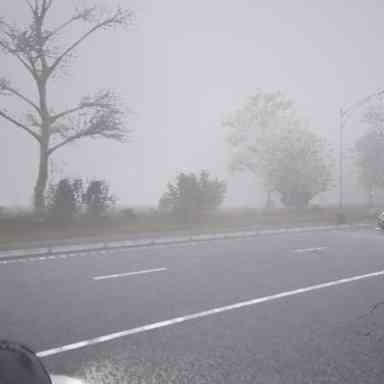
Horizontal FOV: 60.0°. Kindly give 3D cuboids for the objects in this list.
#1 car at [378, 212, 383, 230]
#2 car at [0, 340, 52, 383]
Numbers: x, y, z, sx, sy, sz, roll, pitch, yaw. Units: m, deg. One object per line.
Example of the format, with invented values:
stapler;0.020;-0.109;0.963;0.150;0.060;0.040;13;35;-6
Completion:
car;12.877;1.332;19.050;4.553;1.767;2.097;0;0;-25
car;-2.796;1.551;1.601;4.181;1.385;1.994;0;0;-36
